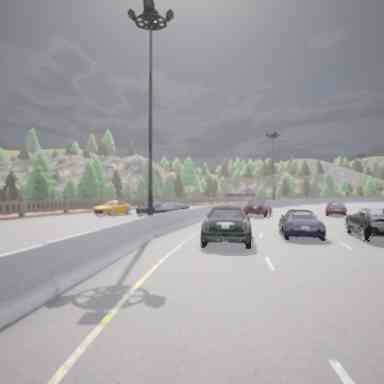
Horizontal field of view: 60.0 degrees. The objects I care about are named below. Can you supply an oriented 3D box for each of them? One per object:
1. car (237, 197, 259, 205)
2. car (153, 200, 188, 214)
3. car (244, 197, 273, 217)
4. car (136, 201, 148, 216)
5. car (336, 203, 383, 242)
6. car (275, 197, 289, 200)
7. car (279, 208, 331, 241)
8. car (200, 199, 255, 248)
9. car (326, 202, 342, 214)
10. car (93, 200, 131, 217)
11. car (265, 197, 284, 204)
[{"bbox_3d":[11.587,1.839,68.115,2.033,1.411,5.357,-1,0,39],"label":"car"},{"bbox_3d":[-1.855,1.600,30.383,1.882,1.535,5.008,0,-1,19],"label":"car"},{"bbox_3d":[6.567,1.467,32.549,2.097,1.767,4.553,0,0,20],"label":"car"},{"bbox_3d":[-4.044,1.626,34.704,1.882,1.535,5.008,0,0,21],"label":"car"},{"bbox_3d":[9.036,1.546,16.563,2.128,1.511,4.902,0,0,11],"label":"car"},{"bbox_3d":[18.028,1.800,64.883,1.994,1.385,4.181,-1,0,42],"label":"car"},{"bbox_3d":[5.650,1.624,17.351,1.994,1.385,4.181,0,0,11],"label":"car"},{"bbox_3d":[1.689,1.407,15.307,2.097,1.767,4.553,0,0,10],"label":"car"},{"bbox_3d":[14.647,1.660,33.761,1.994,1.385,4.181,0,0,23],"label":"car"},{"bbox_3d":[-8.050,1.628,33.858,1.882,1.535,5.008,0,-1,19],"label":"car"},{"bbox_3d":[17.208,1.757,69.138,1.837,1.490,4.892,-1,-1,42],"label":"car"}]
